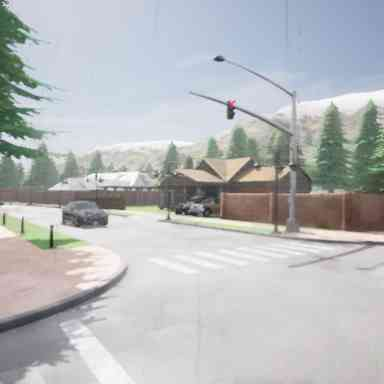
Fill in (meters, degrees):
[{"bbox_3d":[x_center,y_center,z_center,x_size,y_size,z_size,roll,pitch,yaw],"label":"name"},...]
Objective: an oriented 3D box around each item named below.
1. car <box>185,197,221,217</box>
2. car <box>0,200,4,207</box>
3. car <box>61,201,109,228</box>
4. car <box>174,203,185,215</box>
[{"bbox_3d":[2.044,1.405,31.779,4.605,1.855,1.932,1,-1,-37],"label":"car"},{"bbox_3d":[-30.890,1.581,51.493,5.357,1.411,2.033,0,-1,43],"label":"car"},{"bbox_3d":[-7.468,1.423,23.047,2.097,1.767,4.553,1,0,-37],"label":"car"},{"bbox_3d":[0.225,1.401,33.557,3.866,1.878,1.905,1,-1,-37],"label":"car"}]
